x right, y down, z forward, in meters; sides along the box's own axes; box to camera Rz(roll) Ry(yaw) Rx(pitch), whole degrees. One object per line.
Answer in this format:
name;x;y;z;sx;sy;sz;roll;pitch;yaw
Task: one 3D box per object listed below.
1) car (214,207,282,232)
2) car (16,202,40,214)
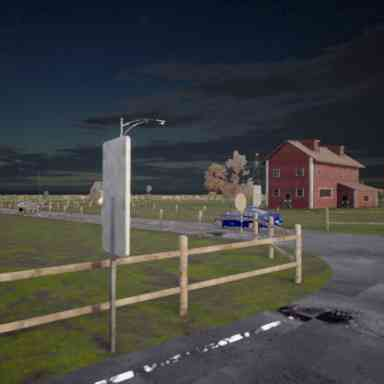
car;3.598;1.736;22.276;1.882;1.535;5.008;0;-1;-41
car;-23.433;2.206;47.560;2.097;1.767;4.553;0;-1;-43
